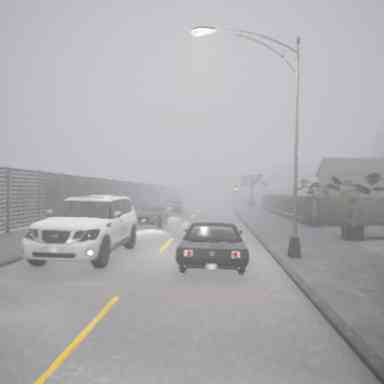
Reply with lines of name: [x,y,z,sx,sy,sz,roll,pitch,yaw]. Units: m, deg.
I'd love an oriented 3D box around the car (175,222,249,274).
car: [0.663,1.593,10.608,1.895,1.301,4.718,1,0,4]

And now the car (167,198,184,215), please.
car: [-1.851,1.397,32.762,2.128,1.511,4.902,1,0,4]

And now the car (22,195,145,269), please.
car: [-3.388,1.140,11.338,2.150,2.045,5.566,1,0,4]

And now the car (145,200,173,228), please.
car: [-2.680,1.476,21.374,1.994,1.385,4.181,1,0,4]
